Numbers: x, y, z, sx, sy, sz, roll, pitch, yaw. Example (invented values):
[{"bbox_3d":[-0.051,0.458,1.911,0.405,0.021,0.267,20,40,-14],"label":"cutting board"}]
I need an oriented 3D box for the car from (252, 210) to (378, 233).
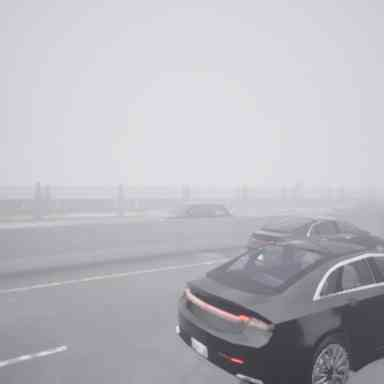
[{"bbox_3d":[3.894,1.483,10.040,4.892,1.490,1.837,0,0,-30],"label":"car"}]

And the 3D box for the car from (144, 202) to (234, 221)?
[{"bbox_3d":[-0.123,1.295,16.010,4.553,1.767,2.097,0,0,-29],"label":"car"}]

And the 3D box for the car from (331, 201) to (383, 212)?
[{"bbox_3d":[15.505,1.498,30.708,5.357,1.411,2.033,0,0,-19],"label":"car"}]

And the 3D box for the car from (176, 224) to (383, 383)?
[{"bbox_3d":[2.123,1.481,4.936,4.902,1.511,2.128,0,0,-33],"label":"car"}]
